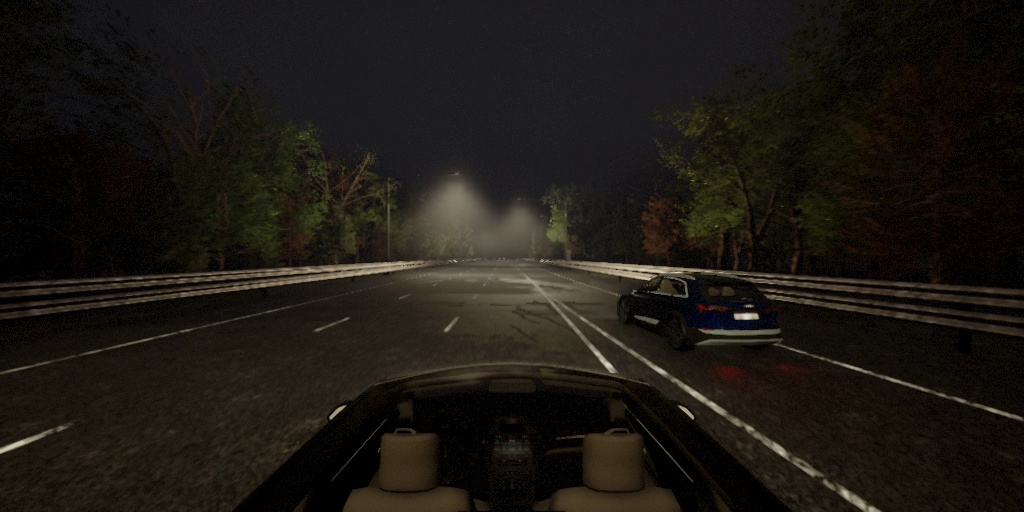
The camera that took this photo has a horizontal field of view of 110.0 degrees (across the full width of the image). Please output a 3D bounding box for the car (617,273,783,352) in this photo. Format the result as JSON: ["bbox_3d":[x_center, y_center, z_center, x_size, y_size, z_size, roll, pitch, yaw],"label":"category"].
[{"bbox_3d":[4.269,1.210,8.986,2.033,1.649,4.856,0,0,-3],"label":"car"}]
